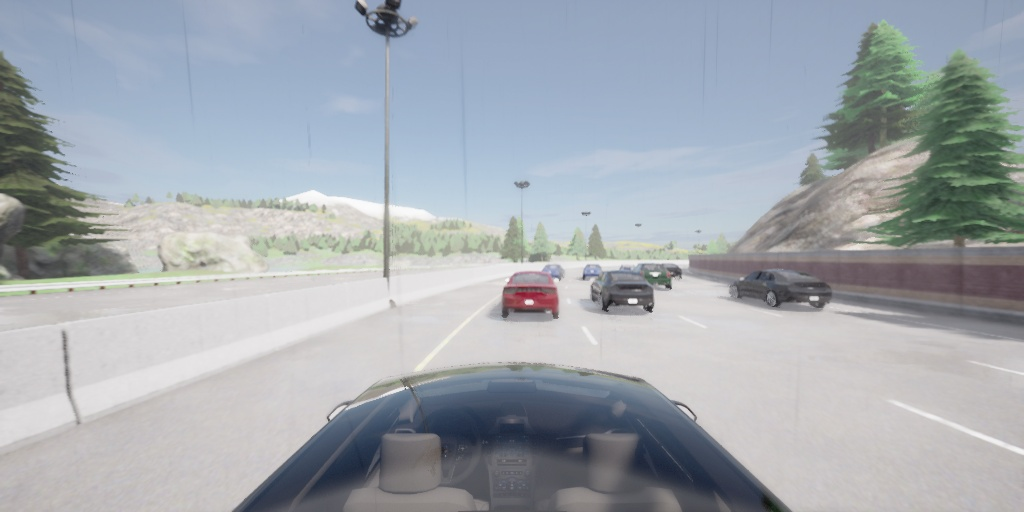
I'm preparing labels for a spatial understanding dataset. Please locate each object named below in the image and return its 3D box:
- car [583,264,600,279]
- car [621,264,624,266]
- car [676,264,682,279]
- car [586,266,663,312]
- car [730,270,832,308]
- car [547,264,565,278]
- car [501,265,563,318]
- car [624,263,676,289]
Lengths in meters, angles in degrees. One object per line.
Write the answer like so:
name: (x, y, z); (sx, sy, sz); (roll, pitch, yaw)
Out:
car: (7.837, 1.456, 34.748); (2.033, 1.411, 5.357); (0, 0, 14)
car: (13.402, 1.553, 41.412); (1.895, 1.301, 4.718); (0, 0, 17)
car: (15.179, 1.408, 34.990); (1.882, 1.535, 5.008); (0, 0, 15)
car: (4.380, 1.321, 14.729); (1.837, 1.490, 4.892); (0, 0, 6)
car: (11.509, 1.345, 15.762); (1.837, 1.490, 4.892); (0, 0, 6)
car: (3.814, 1.438, 32.973); (2.033, 1.411, 5.357); (0, 0, 13)
car: (0.742, 1.278, 13.430); (1.882, 1.535, 5.008); (0, 0, 5)
car: (9.254, 1.222, 24.389); (2.097, 1.767, 4.553); (0, 0, 9)
